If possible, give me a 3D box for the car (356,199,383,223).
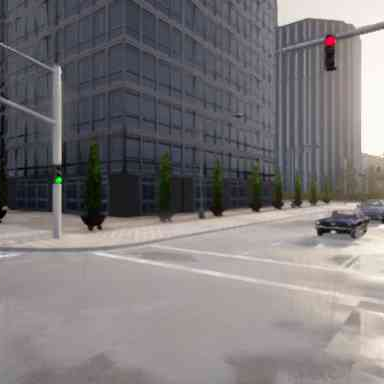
[{"bbox_3d":[14.047,1.369,25.903,2.097,1.767,4.553,0,0,36],"label":"car"}]

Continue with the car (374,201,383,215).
[{"bbox_3d":[20.086,1.613,34.062,1.895,1.301,4.718,0,0,37],"label":"car"}]

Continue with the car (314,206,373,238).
[{"bbox_3d":[8.141,1.623,17.906,1.895,1.301,4.718,0,0,36],"label":"car"}]
